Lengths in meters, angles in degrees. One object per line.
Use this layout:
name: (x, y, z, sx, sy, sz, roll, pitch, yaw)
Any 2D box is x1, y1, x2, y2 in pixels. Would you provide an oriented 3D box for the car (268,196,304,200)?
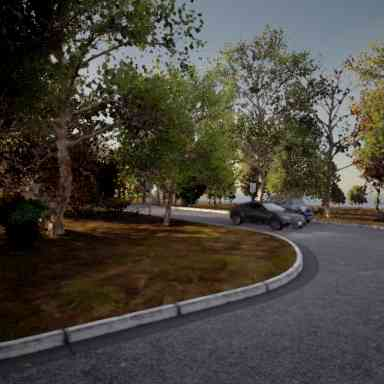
car: (5.604, 1.090, 22.068, 2.097, 1.767, 4.553, 1, 0, -36)

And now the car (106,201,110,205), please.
car: (-9.199, 0.705, 33.764, 4.553, 1.767, 2.097, 1, 0, 19)

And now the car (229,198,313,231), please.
car: (4.018, 1.233, 18.386, 1.812, 1.442, 4.674, 1, 1, -36)
